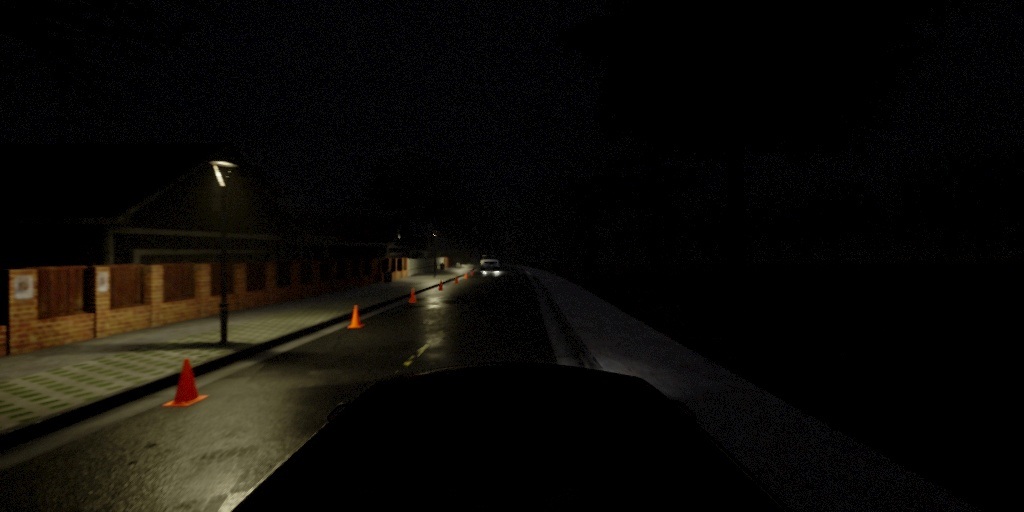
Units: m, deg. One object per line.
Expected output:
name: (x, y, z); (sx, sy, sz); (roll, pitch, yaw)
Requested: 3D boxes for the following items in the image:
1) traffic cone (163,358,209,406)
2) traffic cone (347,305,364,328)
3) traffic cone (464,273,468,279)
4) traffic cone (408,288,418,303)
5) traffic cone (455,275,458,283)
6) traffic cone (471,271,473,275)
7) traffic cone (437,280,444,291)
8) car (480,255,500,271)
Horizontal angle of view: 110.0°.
traffic cone: (-4.414, 1.680, 4.867); (0.340, 0.580, 0.340); (0, 0, 1)
traffic cone: (-4.308, 1.655, 9.907); (0.340, 0.580, 0.340); (0, 0, 2)
traffic cone: (-3.823, 1.594, 29.819); (0.340, 0.580, 0.340); (0, 0, 0)
traffic cone: (-4.121, 1.632, 14.939); (0.340, 0.580, 0.340); (0, 0, 2)
traffic cone: (-3.844, 1.603, 24.857); (0.340, 0.580, 0.340); (0, 0, 1)
traffic cone: (-3.880, 1.591, 34.781); (0.340, 0.580, 0.340); (0, 0, -1)
traffic cone: (-3.943, 1.615, 19.897); (0.340, 0.580, 0.340); (0, 0, 2)
car: (-3.037, 0.864, 48.039); (2.150, 2.045, 5.566); (0, 0, -10)
